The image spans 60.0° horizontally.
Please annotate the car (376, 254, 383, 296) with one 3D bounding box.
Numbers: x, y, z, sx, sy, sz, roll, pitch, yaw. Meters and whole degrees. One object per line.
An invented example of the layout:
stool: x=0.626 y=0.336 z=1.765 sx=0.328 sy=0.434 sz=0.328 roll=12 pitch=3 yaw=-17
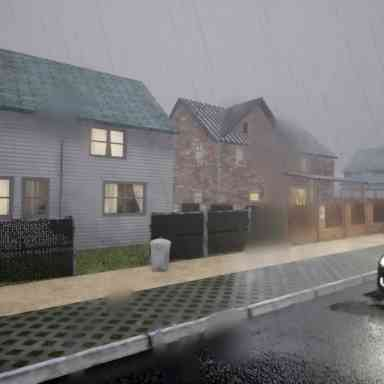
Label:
car: x=5.985 y=1.358 z=7.209 sx=4.553 sy=1.767 sz=2.097 roll=0 pitch=0 yaw=-35
